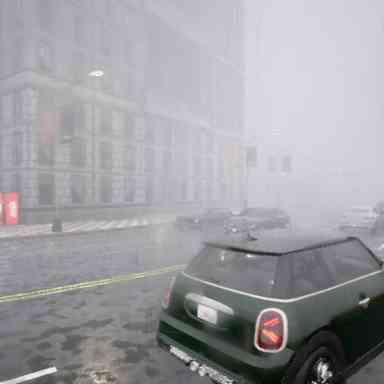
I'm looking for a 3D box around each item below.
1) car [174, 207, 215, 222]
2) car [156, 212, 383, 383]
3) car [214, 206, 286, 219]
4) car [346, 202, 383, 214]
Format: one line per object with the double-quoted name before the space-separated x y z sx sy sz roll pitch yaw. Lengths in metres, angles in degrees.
"car" 1.007 1.587 19.388 1.895 1.301 4.718 0 0 39
"car" 1.771 1.349 5.008 4.553 1.767 2.097 0 0 -41
"car" 3.424 1.495 16.840 1.837 1.490 4.892 0 0 39
"car" 9.960 1.517 19.419 1.812 1.442 4.674 0 0 37
